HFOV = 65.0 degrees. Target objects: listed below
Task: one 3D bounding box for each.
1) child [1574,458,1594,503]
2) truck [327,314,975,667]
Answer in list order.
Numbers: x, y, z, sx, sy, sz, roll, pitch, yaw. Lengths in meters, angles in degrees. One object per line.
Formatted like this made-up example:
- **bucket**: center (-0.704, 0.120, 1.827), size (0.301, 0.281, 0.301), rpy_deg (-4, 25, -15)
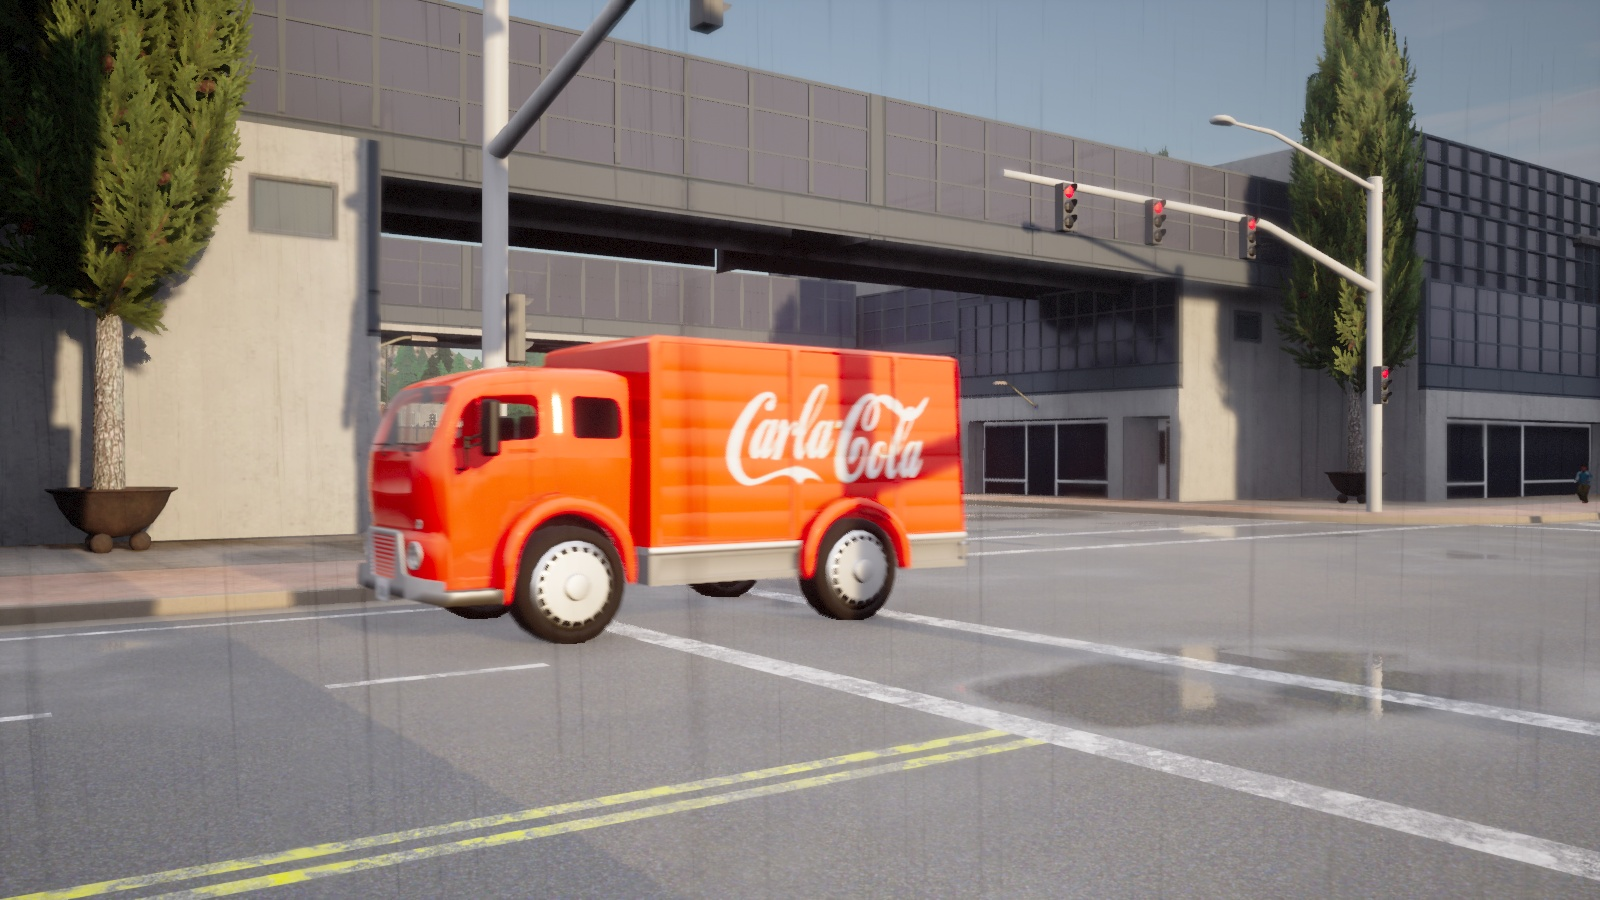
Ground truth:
- **child**: center (21.192, 0.821, 33.945), size (0.448, 1.192, 0.343), rpy_deg (0, 0, -38)
- **truck**: center (-1.235, 0.289, 11.365), size (5.204, 2.467, 2.627), rpy_deg (0, 0, -36)
